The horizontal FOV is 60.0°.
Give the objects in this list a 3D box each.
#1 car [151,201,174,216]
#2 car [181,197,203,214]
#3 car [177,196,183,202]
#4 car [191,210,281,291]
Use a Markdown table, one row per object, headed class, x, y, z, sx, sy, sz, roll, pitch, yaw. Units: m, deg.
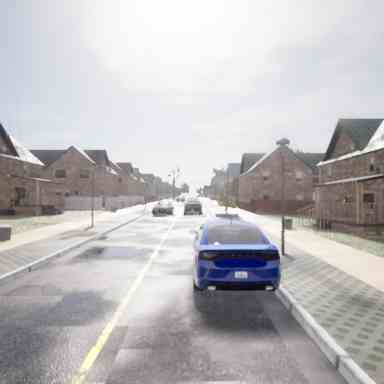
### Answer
| class | x | y | z | sx | sy | sz | roll | pitch | yaw |
| --- | --- | --- | --- | --- | --- | --- | --- | --- | --- |
| car | -2.809 | 1.596 | 32.779 | 1.994 | 1.385 | 4.181 | 0 | 0 | 0 |
| car | 0.106 | 1.541 | 35.310 | 1.837 | 1.490 | 4.892 | 0 | 0 | 0 |
| car | -2.656 | 1.645 | 78.950 | 2.128 | 1.511 | 4.902 | 0 | 0 | 0 |
| car | 0.973 | 1.483 | 9.025 | 1.882 | 1.535 | 5.008 | 0 | 0 | 0 |
